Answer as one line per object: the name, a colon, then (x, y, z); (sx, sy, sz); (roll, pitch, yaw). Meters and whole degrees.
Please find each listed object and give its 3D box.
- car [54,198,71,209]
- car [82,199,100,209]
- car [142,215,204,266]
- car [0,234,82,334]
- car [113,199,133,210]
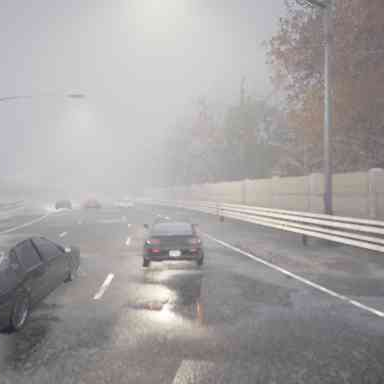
car: (-17.610, 1.533, 45.328); (2.128, 1.511, 4.902); (0, 0, -25)
car: (-13.796, 1.592, 45.395); (1.994, 1.385, 4.181); (0, 0, -25)
car: (-0.715, 1.523, 11.438); (1.812, 1.442, 4.674); (0, 0, -6)
car: (-3.747, 1.558, 6.635); (2.033, 1.411, 5.357); (0, 0, -4)
car: (-9.061, 1.613, 43.530); (1.895, 1.301, 4.718); (0, 0, -22)
